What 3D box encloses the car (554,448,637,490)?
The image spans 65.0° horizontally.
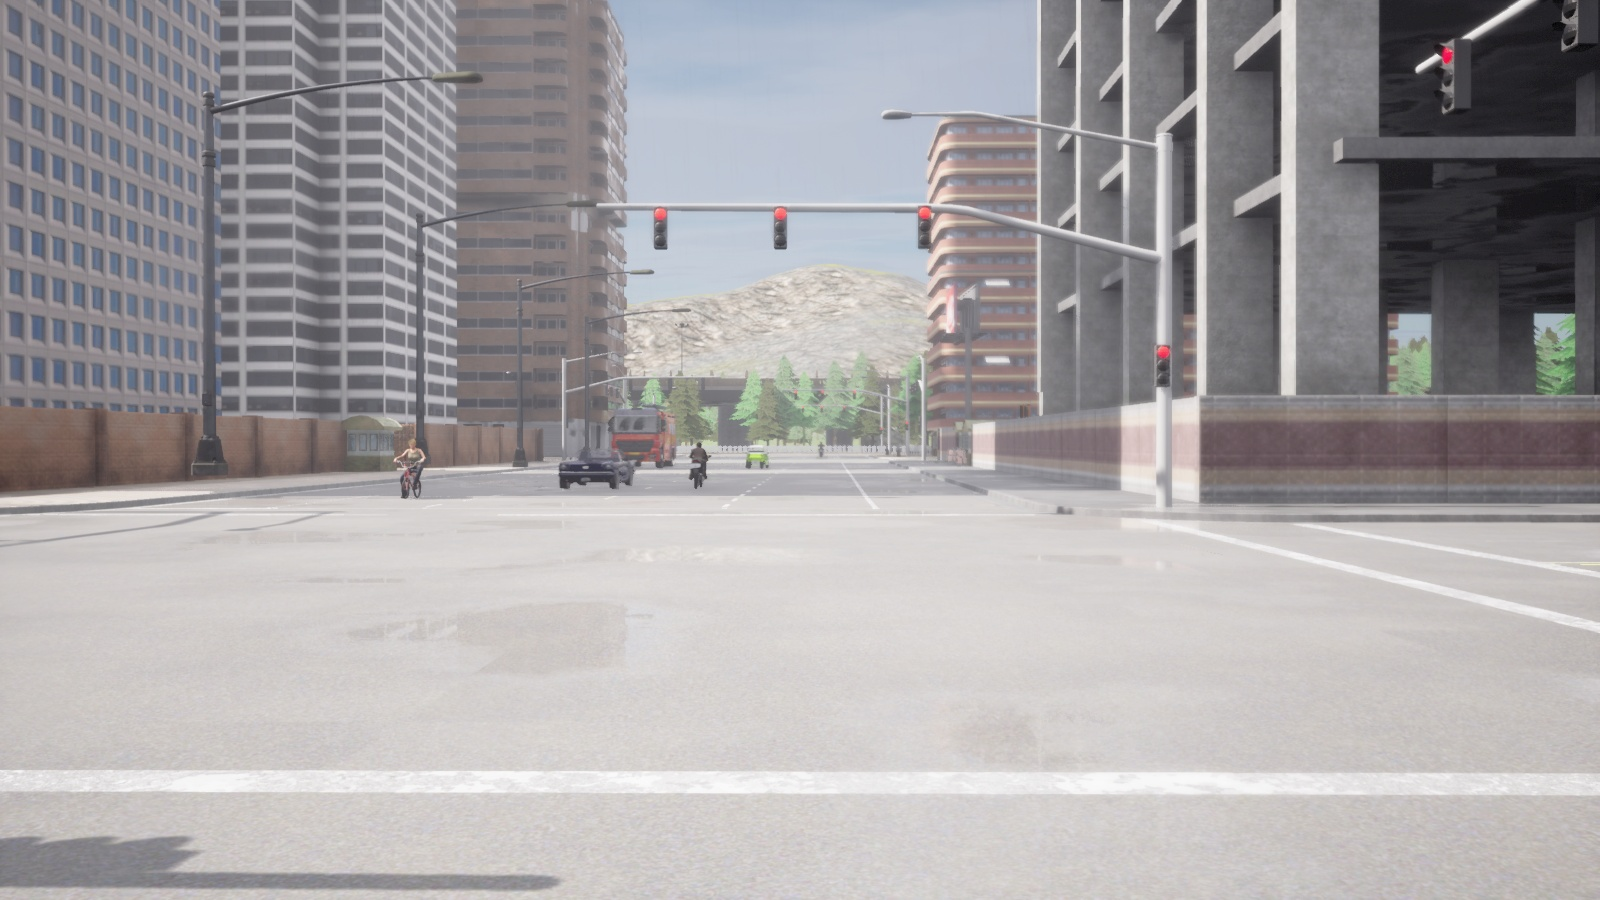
[{"bbox_3d":[-6.768,0.604,42.033,1.895,1.301,4.718,0,0,1],"label":"car"}]

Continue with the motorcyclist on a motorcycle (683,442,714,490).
[{"bbox_3d":[-3.291,0.495,40.950,0.797,1.523,2.044,0,0,1],"label":"motorcyclist on a motorcycle"}]

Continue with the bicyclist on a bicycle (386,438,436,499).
[{"bbox_3d":[-10.439,0.484,33.732,0.866,1.612,1.509,0,0,1],"label":"bicyclist on a bicycle"}]

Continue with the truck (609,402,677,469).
[{"bbox_3d":[-9.490,-0.858,76.660,2.891,3.827,8.468,0,0,1],"label":"truck"}]

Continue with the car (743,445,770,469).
[{"bbox_3d":[-2.545,0.380,74.195,1.481,1.376,2.207,0,1,1],"label":"car"}]
